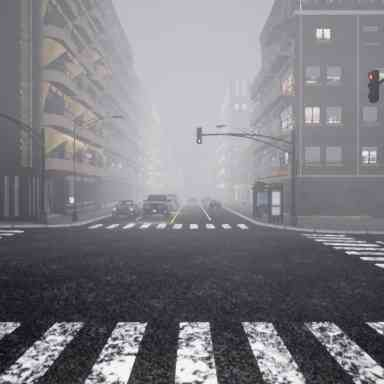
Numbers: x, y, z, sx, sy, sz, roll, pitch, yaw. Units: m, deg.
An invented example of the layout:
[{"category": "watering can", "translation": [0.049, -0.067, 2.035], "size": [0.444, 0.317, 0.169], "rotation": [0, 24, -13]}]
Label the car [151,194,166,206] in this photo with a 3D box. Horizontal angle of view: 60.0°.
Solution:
[{"category": "car", "translation": [-5.737, 1.312, 57.333], "size": [2.192, 1.841, 5.009], "rotation": [0, 0, 0]}]

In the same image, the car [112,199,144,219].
[{"category": "car", "translation": [-5.715, 1.438, 29.140], "size": [1.967, 1.590, 4.097], "rotation": [0, 0, 0]}]

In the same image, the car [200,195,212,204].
[{"category": "car", "translation": [2.640, 1.437, 62.974], "size": [1.967, 1.590, 4.097], "rotation": [0, 0, 0]}]

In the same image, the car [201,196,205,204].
[{"category": "car", "translation": [2.653, 1.542, 46.057], "size": [1.887, 1.381, 4.507], "rotation": [0, 0, 0]}]

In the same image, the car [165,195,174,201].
[{"category": "car", "translation": [-5.757, 1.546, 85.528], "size": [2.008, 1.369, 4.403], "rotation": [0, 0, 0]}]

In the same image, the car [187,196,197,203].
[{"category": "car", "translation": [0.046, 1.561, 69.642], "size": [1.994, 1.385, 4.181], "rotation": [0, 0, 0]}]

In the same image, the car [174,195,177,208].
[{"category": "car", "translation": [-3.128, 1.502, 40.456], "size": [1.837, 1.490, 4.892], "rotation": [0, 0, 0]}]

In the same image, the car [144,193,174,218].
[{"category": "car", "translation": [-3.123, 1.219, 30.342], "size": [2.150, 2.045, 5.566], "rotation": [0, 0, 0]}]

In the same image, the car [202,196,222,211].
[{"category": "car", "translation": [2.657, 1.548, 40.419], "size": [2.008, 1.369, 4.403], "rotation": [0, 0, 0]}]

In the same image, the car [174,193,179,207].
[{"category": "car", "translation": [-3.127, 1.221, 51.438], "size": [2.150, 2.045, 5.566], "rotation": [0, 0, 0]}]

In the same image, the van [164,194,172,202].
[{"category": "van", "translation": [-5.753, 1.337, 79.889], "size": [1.690, 1.788, 3.998], "rotation": [0, 0, 0]}]
